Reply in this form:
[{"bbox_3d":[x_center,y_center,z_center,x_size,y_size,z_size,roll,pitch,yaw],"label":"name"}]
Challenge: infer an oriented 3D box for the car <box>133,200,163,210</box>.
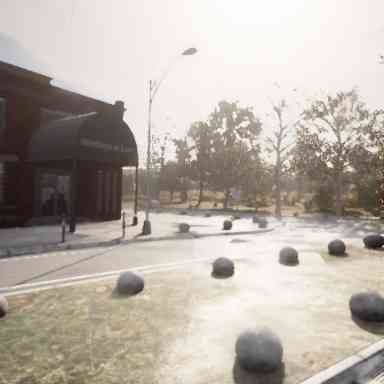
[{"bbox_3d":[-5.836,1.700,44.464,4.181,1.385,1.994,1,-1,35],"label":"car"}]
